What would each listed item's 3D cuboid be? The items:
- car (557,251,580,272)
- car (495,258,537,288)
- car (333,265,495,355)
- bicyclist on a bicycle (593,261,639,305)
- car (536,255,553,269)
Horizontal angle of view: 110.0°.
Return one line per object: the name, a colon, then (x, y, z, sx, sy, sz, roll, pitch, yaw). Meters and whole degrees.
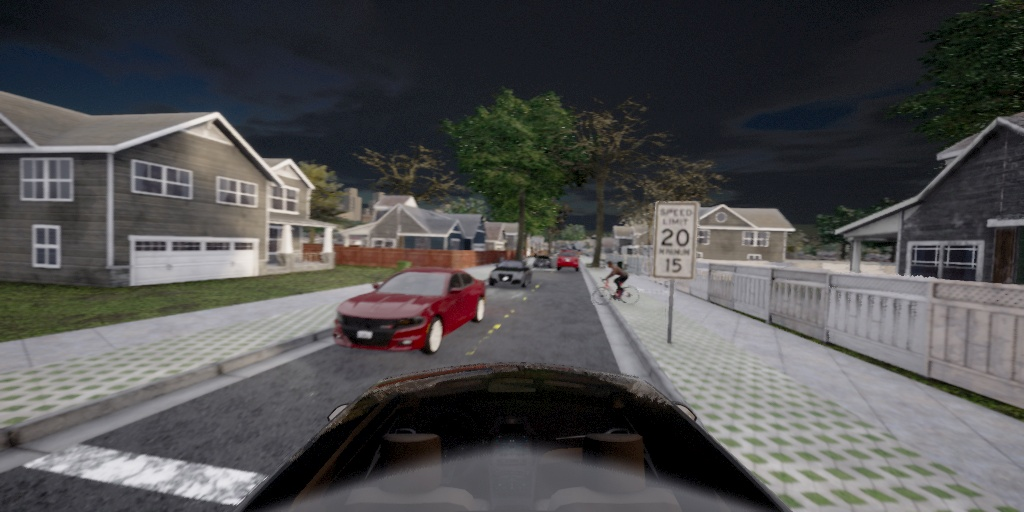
car: (5.832, 0.468, 37.186, 2.150, 2.045, 5.566, 2, 1, 10)
car: (0.004, 0.936, 20.262, 1.994, 1.385, 4.181, 2, 1, 10)
car: (-2.005, 1.017, 8.471, 1.882, 1.535, 5.008, 2, 1, 11)
bicyclist on a bicycle: (3.761, 0.994, 13.086, 1.656, 1.620, 0.582, -3, 0, 10)
car: (3.509, 0.614, 40.379, 1.812, 1.442, 4.674, 2, 1, 10)
